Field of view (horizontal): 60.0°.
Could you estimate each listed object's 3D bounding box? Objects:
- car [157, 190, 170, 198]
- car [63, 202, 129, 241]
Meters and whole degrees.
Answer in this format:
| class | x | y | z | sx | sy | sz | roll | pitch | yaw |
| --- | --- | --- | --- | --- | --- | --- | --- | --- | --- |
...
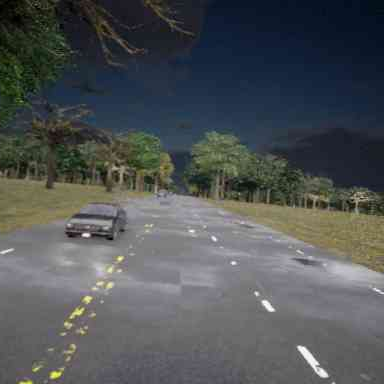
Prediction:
| class | x | y | z | sx | sy | sz | roll | pitch | yaw |
| --- | --- | --- | --- | --- | --- | --- | --- | --- | --- |
| car | -7.446 | 0.476 | 83.033 | 2.150 | 2.045 | 5.566 | 5 | 0 | -3 |
| car | -4.015 | 1.193 | 14.949 | 2.033 | 1.411 | 5.357 | 5 | 0 | -3 |
